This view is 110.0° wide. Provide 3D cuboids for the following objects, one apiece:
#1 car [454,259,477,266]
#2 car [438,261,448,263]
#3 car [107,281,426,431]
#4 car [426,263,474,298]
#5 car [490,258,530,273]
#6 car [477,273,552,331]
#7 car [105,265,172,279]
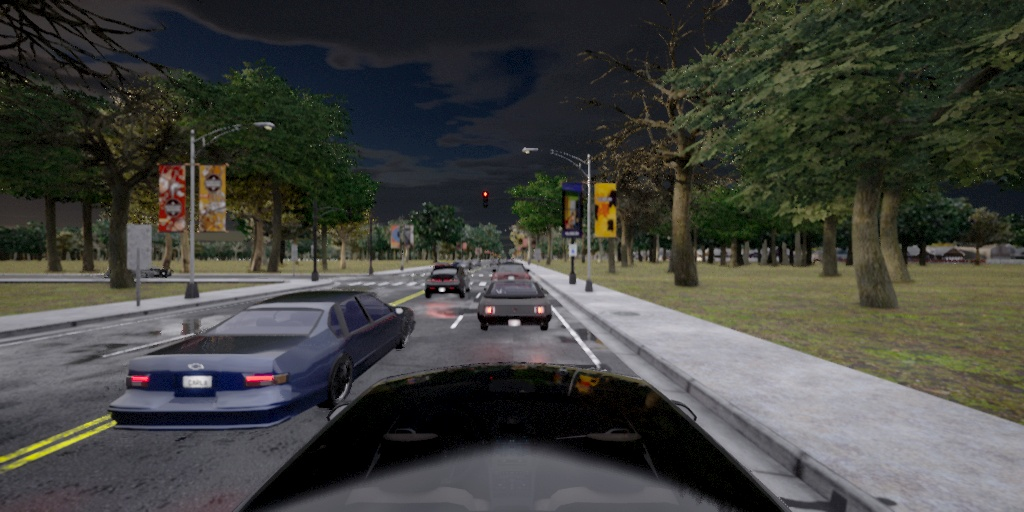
[{"bbox_3d":[-6.874,1.298,52.671,2.128,1.511,4.902,0,0,0],"label":"car"},{"bbox_3d":[-10.122,1.406,51.712,1.895,1.301,4.718,0,0,0],"label":"car"},{"bbox_3d":[-3.164,1.301,6.084,2.033,1.411,5.357,0,0,-1],"label":"car"},{"bbox_3d":[-3.219,1.270,18.491,1.837,1.490,4.892,0,0,-2],"label":"car"},{"bbox_3d":[-0.037,1.118,20.020,2.097,1.767,4.553,0,0,0],"label":"car"},{"bbox_3d":[0.054,1.359,11.035,1.895,1.301,4.718,0,0,0],"label":"car"},{"bbox_3d":[-31.513,1.306,30.345,4.181,1.385,1.994,0,0,0],"label":"car"}]
